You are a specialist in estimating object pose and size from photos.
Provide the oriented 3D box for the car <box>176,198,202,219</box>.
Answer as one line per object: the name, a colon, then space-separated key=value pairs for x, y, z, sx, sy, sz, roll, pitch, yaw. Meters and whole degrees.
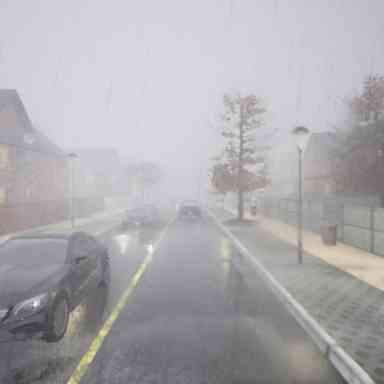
car: x=-0.150 y=1.414 z=27.942 sx=1.812 sy=1.442 sz=4.674 roll=0 pitch=0 yaw=0

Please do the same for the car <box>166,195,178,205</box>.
car: x=-3.233 y=1.360 z=57.036 sx=1.837 sy=1.490 sz=4.892 roll=0 pitch=0 yaw=0

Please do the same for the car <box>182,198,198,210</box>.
car: x=-0.269 y=1.457 z=42.048 sx=1.895 sy=1.301 sz=4.718 roll=0 pitch=0 yaw=0

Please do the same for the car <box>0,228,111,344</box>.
car: x=-2.893 y=1.503 z=6.572 sx=1.812 sy=1.442 sz=4.674 roll=0 pitch=0 yaw=0

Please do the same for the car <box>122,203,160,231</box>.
car: x=-2.982 y=1.446 z=20.340 sx=1.812 sy=1.442 sz=4.674 roll=0 pitch=0 yaw=0
